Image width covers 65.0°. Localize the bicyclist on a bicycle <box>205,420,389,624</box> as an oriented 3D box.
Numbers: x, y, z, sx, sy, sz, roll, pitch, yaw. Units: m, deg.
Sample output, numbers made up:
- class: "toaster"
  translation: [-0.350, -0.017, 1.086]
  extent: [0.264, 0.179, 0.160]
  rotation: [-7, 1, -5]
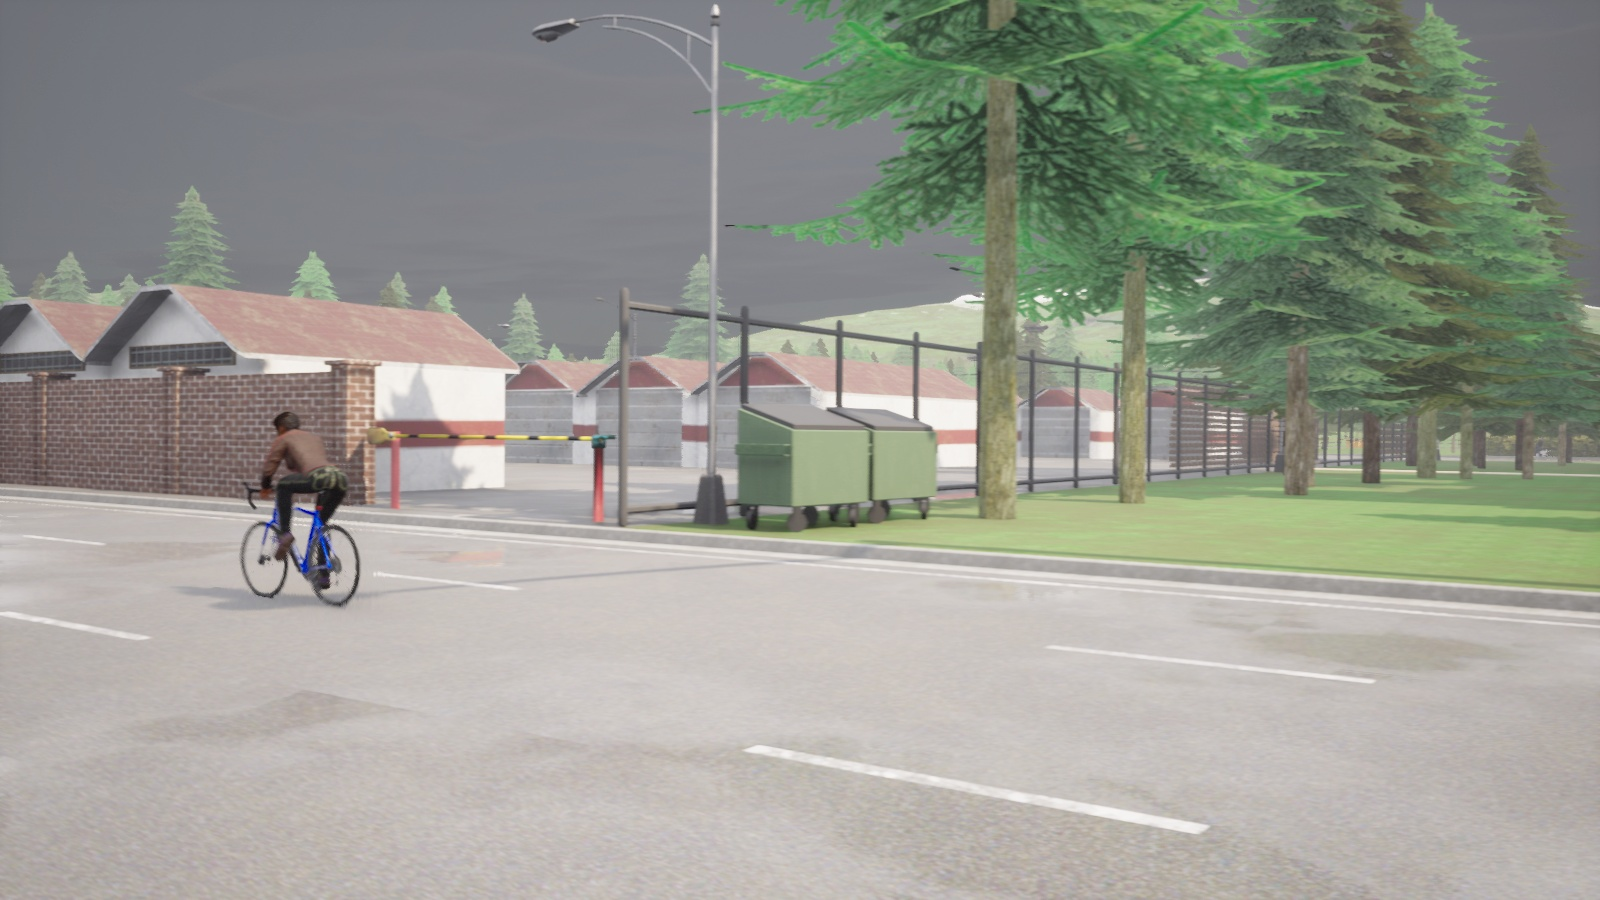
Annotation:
- class: "bicyclist on a bicycle"
  translation: [-4.292, 0.577, 10.675]
  extent: [1.656, 1.620, 0.582]
  rotation: [-1, 1, 34]
